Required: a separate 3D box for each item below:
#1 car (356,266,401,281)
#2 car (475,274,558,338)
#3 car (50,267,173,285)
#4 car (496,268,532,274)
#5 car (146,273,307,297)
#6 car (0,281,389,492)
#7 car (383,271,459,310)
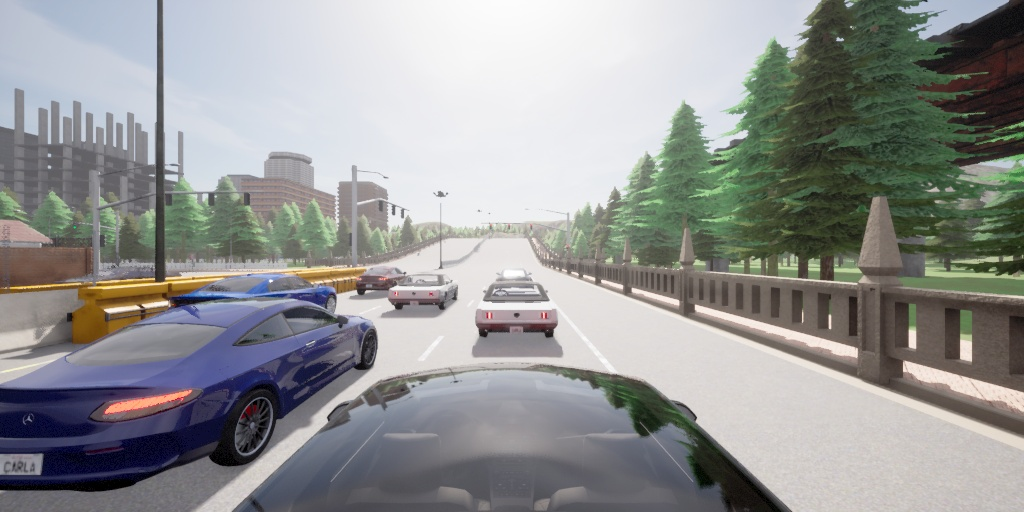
[{"bbox_3d":[-6.891,1.276,19.583,1.812,1.442,4.674,0,0,0],"label":"car"},{"bbox_3d":[0.105,1.351,10.189,1.895,1.301,4.718,0,0,0],"label":"car"},{"bbox_3d":[-21.014,1.298,19.463,2.033,1.411,5.357,0,0,0],"label":"car"},{"bbox_3d":[0.109,1.314,18.941,1.994,1.385,4.181,0,0,0],"label":"car"},{"bbox_3d":[-6.896,1.228,10.242,1.882,1.535,5.008,0,0,0],"label":"car"},{"bbox_3d":[-3.397,1.276,4.784,1.812,1.442,4.674,0,0,0],"label":"car"},{"bbox_3d":[-3.394,1.351,14.702,1.895,1.301,4.718,0,0,0],"label":"car"}]
